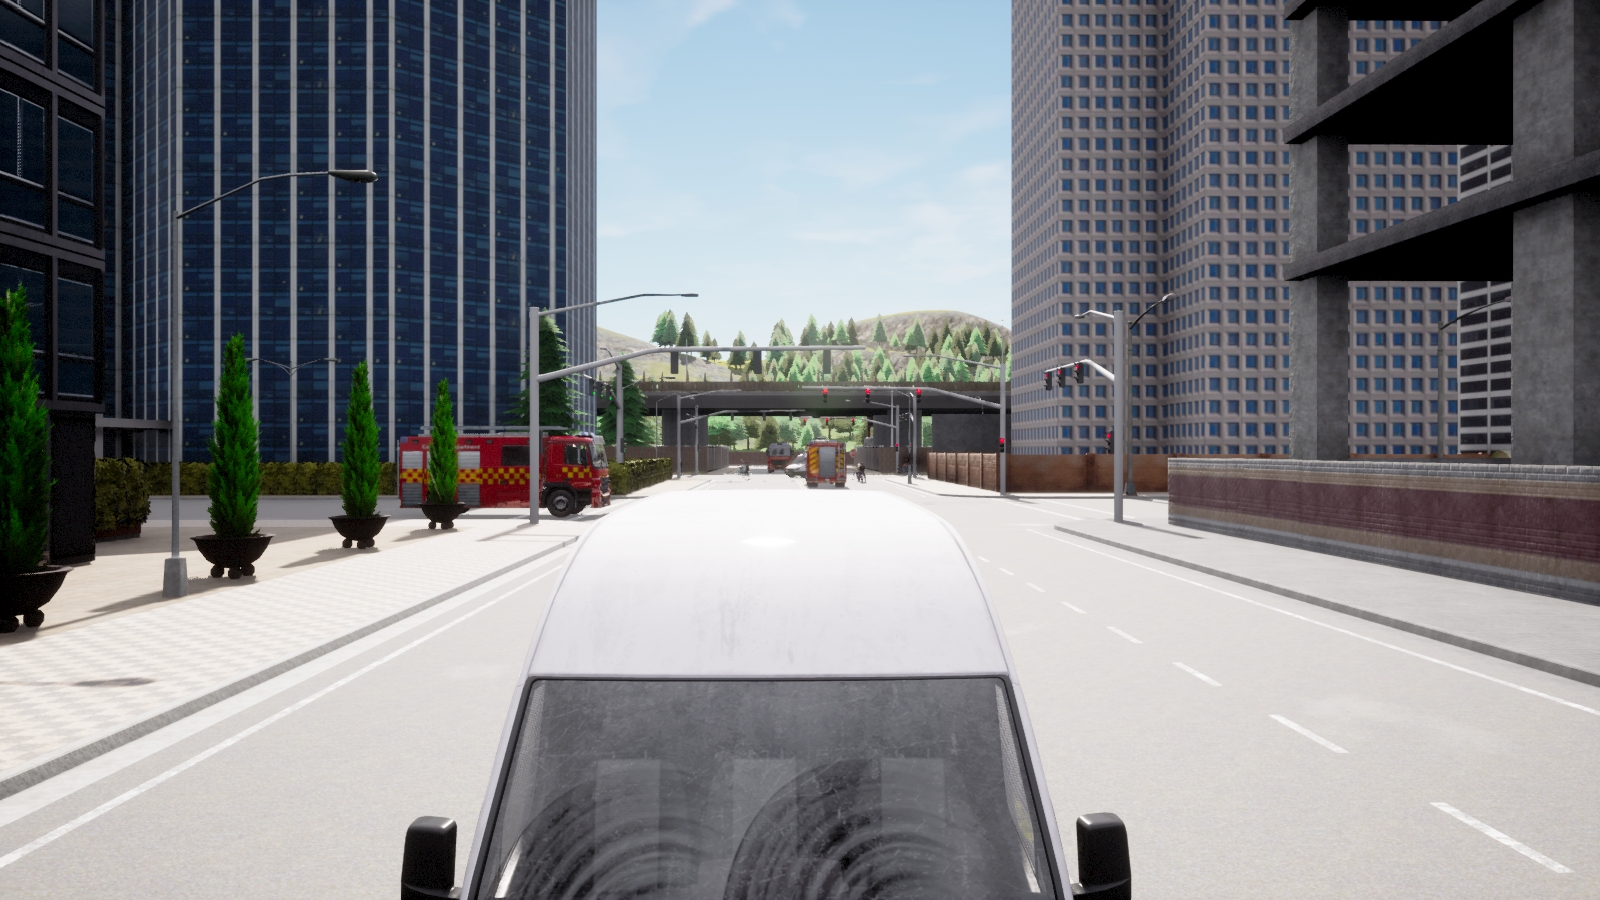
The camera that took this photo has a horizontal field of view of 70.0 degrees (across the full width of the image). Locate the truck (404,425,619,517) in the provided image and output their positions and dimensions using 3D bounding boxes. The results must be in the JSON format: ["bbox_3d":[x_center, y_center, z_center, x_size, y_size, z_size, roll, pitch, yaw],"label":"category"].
[{"bbox_3d":[-12.239,0.890,48.946,8.468,3.827,2.891,0,0,0],"label":"truck"}]

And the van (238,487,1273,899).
[{"bbox_3d":[-0.128,1.535,5.152,1.988,2.561,5.915,0,0,-1],"label":"van"}]
